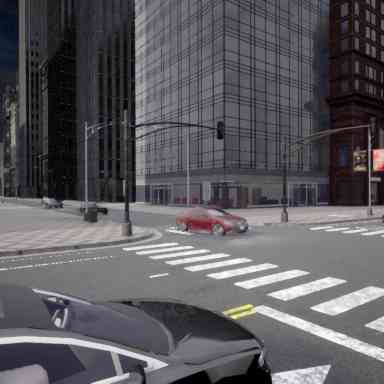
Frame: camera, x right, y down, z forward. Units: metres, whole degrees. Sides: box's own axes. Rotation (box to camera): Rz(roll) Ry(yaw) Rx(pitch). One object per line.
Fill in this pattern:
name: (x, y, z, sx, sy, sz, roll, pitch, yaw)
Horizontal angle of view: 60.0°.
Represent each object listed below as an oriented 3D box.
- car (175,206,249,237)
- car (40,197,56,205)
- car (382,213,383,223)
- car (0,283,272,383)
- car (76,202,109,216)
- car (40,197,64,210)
car: (0.950, 1.539, 18.344, 1.812, 1.442, 4.674, -1, 0, -41)
car: (-27.607, 1.650, 63.486, 1.837, 1.490, 4.892, 0, 0, -35)
car: (14.773, 1.357, 22.374, 4.553, 1.767, 2.097, 0, 0, -36)
car: (-1.475, 1.491, 2.386, 4.902, 1.511, 2.128, 0, 0, -36)
car: (-9.882, 1.669, 32.961, 1.895, 1.301, 4.718, 0, 0, -35)
car: (-19.272, 1.614, 46.247, 1.837, 1.490, 4.892, 0, 0, -35)
